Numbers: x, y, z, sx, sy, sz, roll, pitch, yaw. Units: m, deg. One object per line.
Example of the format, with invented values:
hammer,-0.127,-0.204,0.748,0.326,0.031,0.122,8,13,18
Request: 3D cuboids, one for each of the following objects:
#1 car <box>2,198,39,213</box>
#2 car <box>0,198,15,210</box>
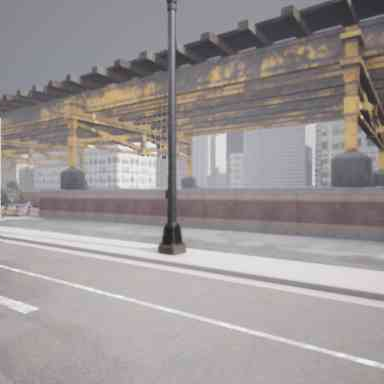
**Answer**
car,-19.098,1.381,37.098,4.536,1.218,1.853,0,0,-1
car,-22.919,1.391,39.814,1.853,1.218,4.536,0,0,-11
